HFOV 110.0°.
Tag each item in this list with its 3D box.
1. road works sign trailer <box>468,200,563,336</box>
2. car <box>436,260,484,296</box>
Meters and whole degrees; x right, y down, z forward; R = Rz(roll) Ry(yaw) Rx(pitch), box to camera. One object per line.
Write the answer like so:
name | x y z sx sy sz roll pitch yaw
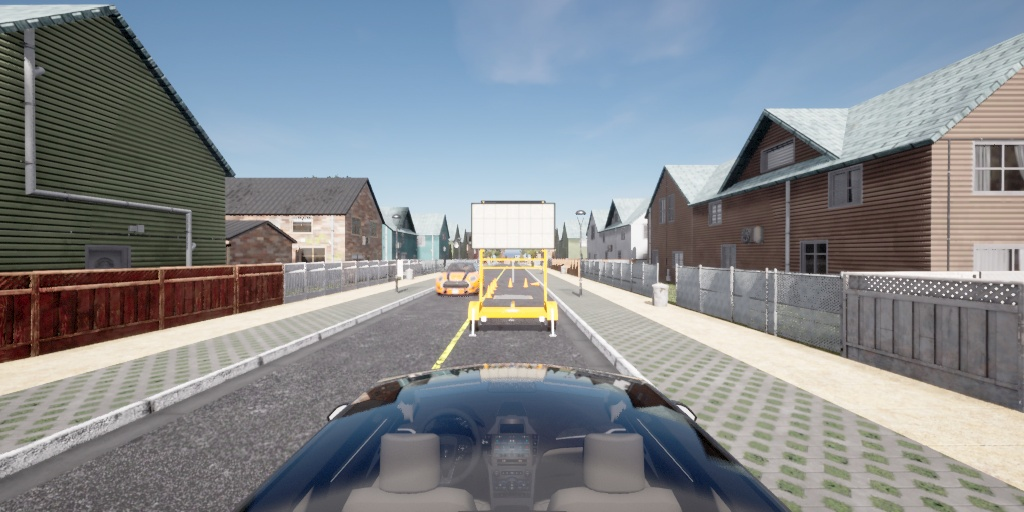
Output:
road works sign trailer | 0.035 0.215 10.338 2.380 3.560 2.880 0 0 1
car | -2.693 1.112 19.352 2.097 1.767 4.553 0 0 0
